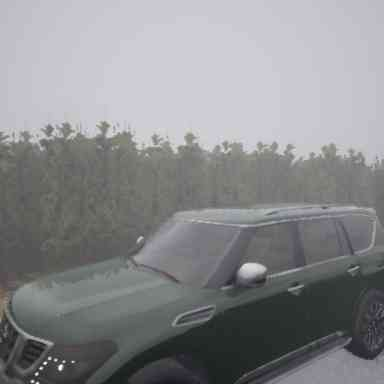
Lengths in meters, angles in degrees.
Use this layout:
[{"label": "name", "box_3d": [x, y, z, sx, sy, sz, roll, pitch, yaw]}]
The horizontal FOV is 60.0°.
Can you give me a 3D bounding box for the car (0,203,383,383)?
[{"label": "car", "box_3d": [0.573, 1.203, 4.372, 5.566, 2.045, 2.150, 0, 0, -35]}]
